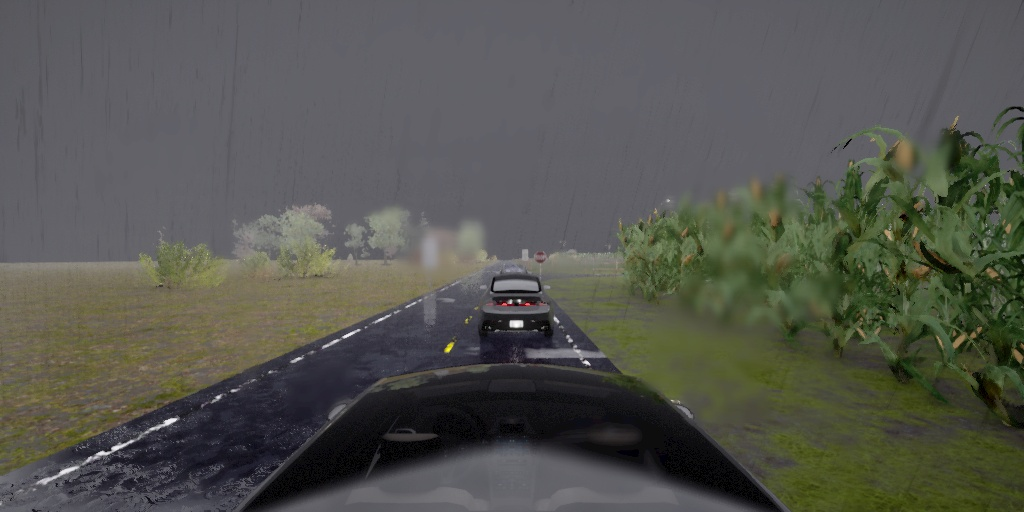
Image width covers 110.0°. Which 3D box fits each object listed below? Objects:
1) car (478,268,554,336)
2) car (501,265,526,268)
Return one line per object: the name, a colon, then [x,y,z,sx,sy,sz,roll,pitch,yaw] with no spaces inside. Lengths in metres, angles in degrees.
car: [0.097,1.258,10.355,1.837,1.490,4.892,0,0,0]
car: [0.098,1.251,20.007,2.128,1.511,4.902,0,0,0]
